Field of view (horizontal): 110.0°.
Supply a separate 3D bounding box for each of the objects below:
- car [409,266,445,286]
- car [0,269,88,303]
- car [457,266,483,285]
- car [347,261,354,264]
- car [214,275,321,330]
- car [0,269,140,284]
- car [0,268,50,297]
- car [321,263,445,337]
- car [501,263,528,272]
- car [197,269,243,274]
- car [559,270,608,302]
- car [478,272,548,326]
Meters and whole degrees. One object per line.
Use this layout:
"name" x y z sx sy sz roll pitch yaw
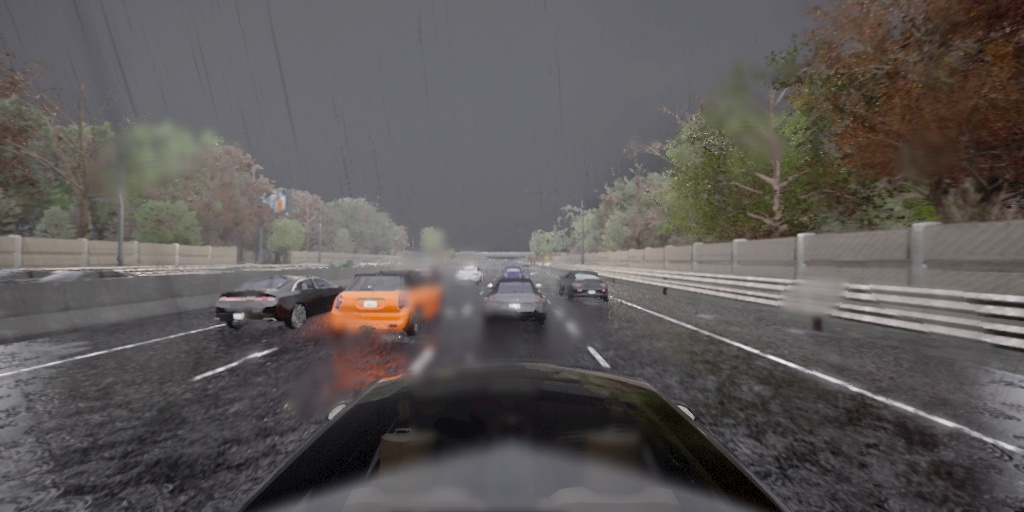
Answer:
"car" -6.896 1.567 29.508 1.812 1.442 4.674 0 -1 0
"car" -24.597 1.420 17.564 1.837 1.490 4.892 0 -1 0
"car" -3.411 1.567 29.537 1.812 1.442 4.674 0 -1 0
"car" -24.525 1.956 58.412 1.895 1.301 4.718 0 -1 1
"car" -6.898 1.343 11.499 2.128 1.511 4.902 0 -1 0
"car" -21.098 1.420 17.577 1.837 1.490 4.892 0 -1 0
"car" -28.096 1.432 18.641 1.837 1.490 4.892 0 -1 0
"car" -3.399 1.196 10.734 2.097 1.767 4.553 0 -1 0
"car" 0.103 1.567 29.504 1.812 1.442 4.674 0 -1 0
"car" -17.598 1.504 21.473 2.033 1.411 5.357 0 -1 0
"car" 3.501 1.445 18.012 1.812 1.442 4.674 0 -1 0
"car" 0.101 1.423 12.216 1.994 1.385 4.181 0 -1 0
